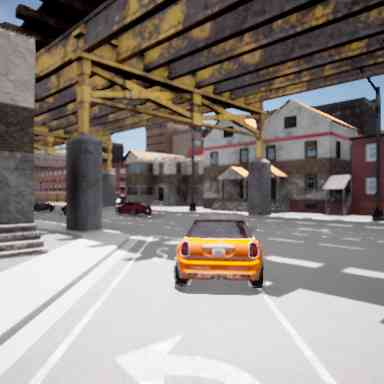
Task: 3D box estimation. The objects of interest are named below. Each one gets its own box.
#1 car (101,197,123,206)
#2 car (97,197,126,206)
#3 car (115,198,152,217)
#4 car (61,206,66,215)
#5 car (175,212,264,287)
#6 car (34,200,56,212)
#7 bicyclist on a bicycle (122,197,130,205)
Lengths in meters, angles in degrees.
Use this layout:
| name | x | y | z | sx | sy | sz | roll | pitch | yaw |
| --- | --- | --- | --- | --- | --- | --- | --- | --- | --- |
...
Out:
| name | x | y | z | sx | sy | sz | roll | pitch | yaw |
| --- | --- | --- | --- | --- | --- | --- | --- | --- | --- |
| car | -15.019 | 1.728 | 62.733 | 2.038 | 1.542 | 4.974 | 0 | 0 | 14 |
| car | -14.285 | 1.712 | 59.075 | 4.974 | 1.542 | 2.038 | 0 | 0 | -16 |
| car | -5.963 | 1.677 | 33.912 | 4.674 | 1.442 | 1.812 | 0 | 0 | 44 |
| car | -11.653 | 1.749 | 34.327 | 4.718 | 1.301 | 1.895 | 0 | 0 | 45 |
| car | 0.826 | 1.397 | 9.703 | 2.097 | 1.767 | 4.553 | 0 | 0 | 6 |
| car | -19.001 | 1.722 | 41.550 | 5.357 | 1.411 | 2.033 | 0 | 0 | 45 |
| bicyclist on a bicycle | -9.290 | 1.514 | 47.383 | 0.582 | 1.620 | 1.656 | 0 | 0 | 44 |
